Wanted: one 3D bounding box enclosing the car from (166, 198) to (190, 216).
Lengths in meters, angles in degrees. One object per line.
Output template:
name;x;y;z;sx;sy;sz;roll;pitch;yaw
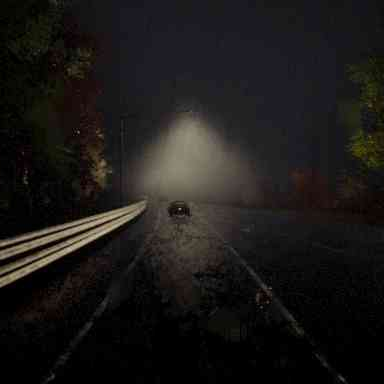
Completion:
car;-1.336;1.570;33.323;1.994;1.385;4.181;0;0;-6

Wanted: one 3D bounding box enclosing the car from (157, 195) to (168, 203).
car;-5.863;1.428;66.628;1.837;1.490;4.892;0;0;-11
